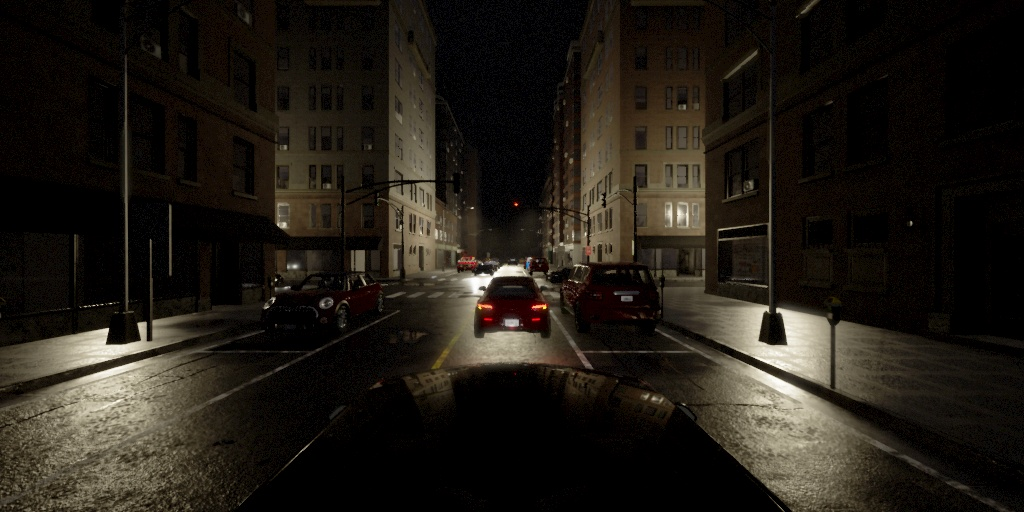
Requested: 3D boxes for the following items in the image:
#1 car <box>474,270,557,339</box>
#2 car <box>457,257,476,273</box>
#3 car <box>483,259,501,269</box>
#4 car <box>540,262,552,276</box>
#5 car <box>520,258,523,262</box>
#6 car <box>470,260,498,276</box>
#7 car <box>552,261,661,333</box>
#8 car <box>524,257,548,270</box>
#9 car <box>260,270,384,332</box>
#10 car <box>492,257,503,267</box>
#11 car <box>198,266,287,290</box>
[{"bbox_3d":[0.023,1.275,10.006,1.812,1.442,4.674,0,0,1],"label":"car"},{"bbox_3d":[-5.335,1.062,43.225,2.192,1.841,5.009,0,0,0],"label":"car"},{"bbox_3d":[-2.755,1.348,45.848,1.895,1.301,4.718,0,0,0],"label":"car"},{"bbox_3d":[4.435,1.297,24.859,4.181,1.385,1.994,0,0,-15],"label":"car"},{"bbox_3d":[2.794,1.060,54.217,2.192,1.841,5.009,0,0,0],"label":"car"},{"bbox_3d":[-2.777,1.349,36.624,1.895,1.301,4.718,0,0,0],"label":"car"},{"bbox_3d":[2.654,1.064,10.650,2.192,1.841,5.009,0,0,0],"label":"car"},{"bbox_3d":[2.773,1.062,37.706,2.192,1.841,5.009,0,0,0],"label":"car"},{"bbox_3d":[-5.371,1.189,10.666,1.967,1.591,4.097,0,0,0],"label":"car"},{"bbox_3d":[-2.730,1.293,55.661,2.033,1.411,5.357,0,0,1],"label":"car"},{"bbox_3d":[-17.073,1.362,22.907,4.181,1.385,1.994,0,0,0],"label":"car"}]
